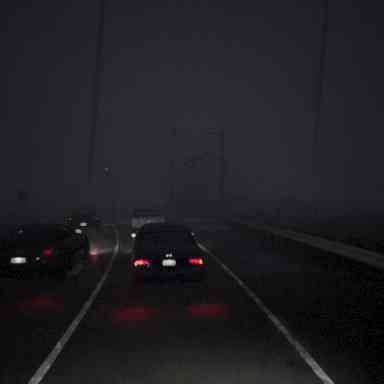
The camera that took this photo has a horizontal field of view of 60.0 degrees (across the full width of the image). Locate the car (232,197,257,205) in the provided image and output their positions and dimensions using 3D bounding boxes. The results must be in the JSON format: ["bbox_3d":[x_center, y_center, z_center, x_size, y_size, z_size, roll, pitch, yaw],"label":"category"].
[{"bbox_3d":[11.455,1.906,71.995,4.902,1.511,2.128,0,0,-19],"label":"car"}]

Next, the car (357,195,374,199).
[{"bbox_3d":[36.663,1.588,71.188,5.566,2.045,2.150,0,0,-29],"label":"car"}]

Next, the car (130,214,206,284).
[{"bbox_3d":[-0.807,1.601,9.752,2.033,1.411,5.357,0,0,-7],"label":"car"}]

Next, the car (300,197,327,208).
[{"bbox_3d":[17.451,1.721,44.337,4.902,1.511,2.128,0,0,-19],"label":"car"}]

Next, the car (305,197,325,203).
[{"bbox_3d":[29.186,1.961,78.999,4.181,1.385,1.994,0,0,-26],"label":"car"}]

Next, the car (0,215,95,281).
[{"bbox_3d":[-4.379,1.619,9.942,1.994,1.385,4.181,0,0,-7],"label":"car"}]

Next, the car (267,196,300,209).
[{"bbox_3d":[14.534,1.743,50.736,5.008,1.535,1.882,0,0,-19],"label":"car"}]

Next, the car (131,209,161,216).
[{"bbox_3d":[-2.927,1.717,21.169,1.895,1.301,4.718,0,0,-11],"label":"car"}]

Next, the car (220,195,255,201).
[{"bbox_3d":[7.902,1.539,59.750,5.566,2.045,2.150,0,0,-18],"label":"car"}]

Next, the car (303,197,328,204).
[{"bbox_3d":[27.542,1.924,74.235,5.357,1.411,2.033,0,0,-22],"label":"car"}]

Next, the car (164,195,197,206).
[{"bbox_3d":[-1.903,1.657,56.377,4.553,1.767,2.097,0,0,-19],"label":"car"}]

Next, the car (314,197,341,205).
[{"bbox_3d":[27.059,1.820,66.384,5.008,1.535,1.882,0,0,-22],"label":"car"}]

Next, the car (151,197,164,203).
[{"bbox_3d":[-6.014,1.711,66.025,4.553,1.767,2.097,0,0,-19],"label":"car"}]

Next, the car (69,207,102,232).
[{"bbox_3d":[-6.671,1.642,20.762,1.812,1.442,4.674,0,0,-15],"label":"car"}]

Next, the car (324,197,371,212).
[{"bbox_3d":[19.298,1.737,41.272,4.674,1.442,1.812,0,0,-19],"label":"car"}]

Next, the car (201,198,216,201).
[{"bbox_3d":[3.206,1.928,69.146,4.181,1.385,1.994,0,0,-19],"label":"car"}]
